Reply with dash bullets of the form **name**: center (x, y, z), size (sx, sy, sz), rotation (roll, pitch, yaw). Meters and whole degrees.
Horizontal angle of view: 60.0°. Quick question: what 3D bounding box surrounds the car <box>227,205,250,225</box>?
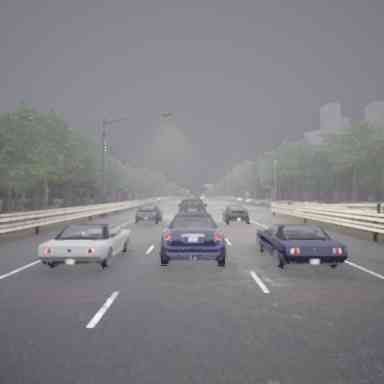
- **car**: center (3.548, 1.805, 27.344), size (1.837, 1.490, 4.892), rotation (0, 0, 0)

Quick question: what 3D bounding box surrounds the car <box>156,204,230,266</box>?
- **car**: center (0.047, 1.492, 12.279), size (2.097, 1.767, 4.553), rotation (0, -1, 0)

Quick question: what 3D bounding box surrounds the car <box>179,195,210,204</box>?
- **car**: center (0.037, 1.512, 26.224), size (2.150, 2.045, 5.566), rotation (0, 0, 0)

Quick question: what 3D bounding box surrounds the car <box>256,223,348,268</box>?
- **car**: center (3.542, 1.735, 11.733), size (1.895, 1.301, 4.718), rotation (0, -1, 1)

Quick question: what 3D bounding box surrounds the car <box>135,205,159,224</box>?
- **car**: center (-3.453, 1.791, 27.350), size (2.128, 1.511, 4.902), rotation (0, 0, 0)

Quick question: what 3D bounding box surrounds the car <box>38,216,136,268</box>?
- **car**: center (-3.459, 1.736, 11.731), size (1.895, 1.301, 4.718), rotation (0, -1, 0)
